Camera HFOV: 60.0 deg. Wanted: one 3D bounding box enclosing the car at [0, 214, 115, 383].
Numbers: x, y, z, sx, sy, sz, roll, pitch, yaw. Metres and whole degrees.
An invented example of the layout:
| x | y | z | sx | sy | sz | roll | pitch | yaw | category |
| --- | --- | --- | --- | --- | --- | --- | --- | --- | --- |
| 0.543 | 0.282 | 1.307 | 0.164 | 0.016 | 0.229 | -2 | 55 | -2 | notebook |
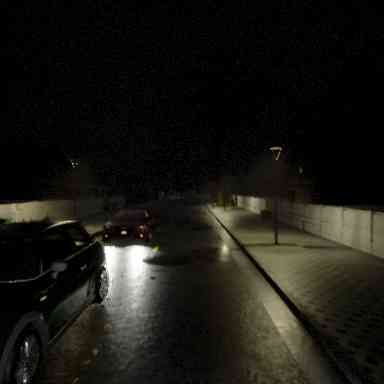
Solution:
| x | y | z | sx | sy | sz | roll | pitch | yaw | category |
| --- | --- | --- | --- | --- | --- | --- | --- | --- | --- |
| -2.803 | 1.316 | 5.016 | 2.097 | 1.767 | 4.553 | 0 | 0 | 0 | car |

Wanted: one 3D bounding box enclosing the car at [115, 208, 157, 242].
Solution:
| x | y | z | sx | sy | sz | roll | pitch | yaw | category |
| --- | --- | --- | --- | --- | --- | --- | --- | --- | --- |
| -2.759 | 1.456 | 15.548 | 1.994 | 1.385 | 4.181 | 0 | 0 | 0 | car |
